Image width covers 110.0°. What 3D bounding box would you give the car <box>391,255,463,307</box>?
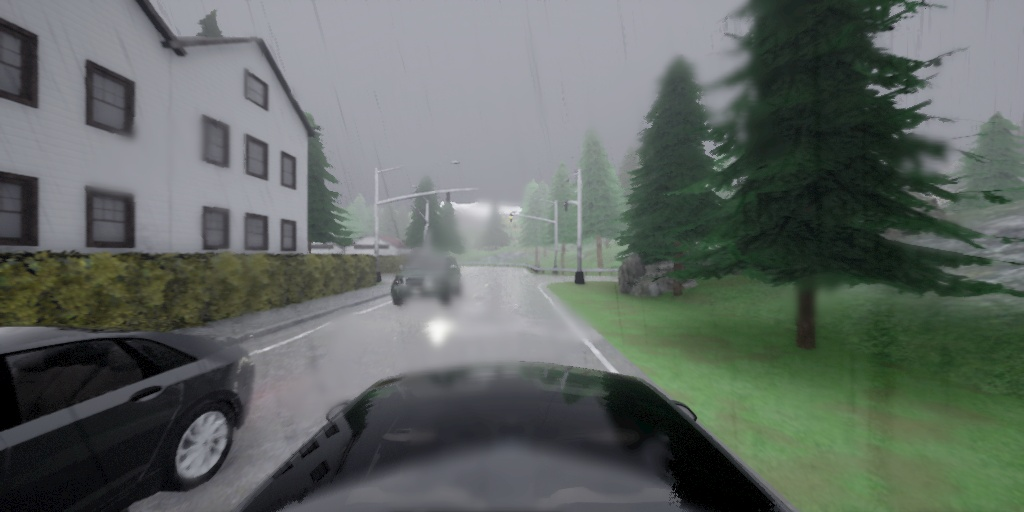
[{"bbox_3d":[-3.510,0.968,15.908,2.150,2.045,5.566,0,0,0],"label":"car"}]

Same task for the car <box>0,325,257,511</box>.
[{"bbox_3d":[-3.591,1.257,1.757,1.837,1.490,4.892,0,0,0],"label":"car"}]
